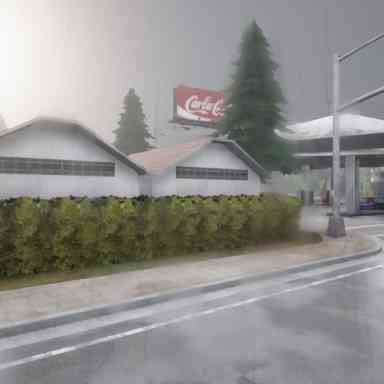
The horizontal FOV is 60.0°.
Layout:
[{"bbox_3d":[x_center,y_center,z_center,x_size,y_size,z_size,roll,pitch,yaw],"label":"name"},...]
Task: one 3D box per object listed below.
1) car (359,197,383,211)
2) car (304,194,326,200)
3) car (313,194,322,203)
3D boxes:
[{"bbox_3d":[21.919,1.480,40.042,4.611,1.667,2.242,0,0,-36],"label":"car"},{"bbox_3d":[33.040,1.330,89.523,2.152,1.636,5.027,0,0,-36],"label":"car"},{"bbox_3d":[26.158,1.524,68.629,4.674,1.442,1.812,0,0,-36],"label":"car"}]
